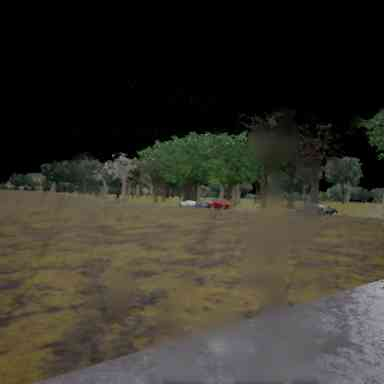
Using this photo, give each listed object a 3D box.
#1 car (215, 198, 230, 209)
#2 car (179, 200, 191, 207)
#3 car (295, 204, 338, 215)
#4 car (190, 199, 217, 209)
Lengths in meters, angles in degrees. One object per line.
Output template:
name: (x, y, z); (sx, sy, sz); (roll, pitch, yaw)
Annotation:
car: (5.077, 2.290, 64.883); (2.150, 2.045, 5.566); (3, -2, -35)
car: (-0.945, 2.494, 73.345); (1.812, 1.442, 4.674); (3, -2, -35)
car: (16.087, 2.240, 43.163); (2.033, 1.411, 5.357); (3, -3, -35)
car: (2.093, 2.469, 62.949); (1.994, 1.385, 4.181); (3, -2, -35)
